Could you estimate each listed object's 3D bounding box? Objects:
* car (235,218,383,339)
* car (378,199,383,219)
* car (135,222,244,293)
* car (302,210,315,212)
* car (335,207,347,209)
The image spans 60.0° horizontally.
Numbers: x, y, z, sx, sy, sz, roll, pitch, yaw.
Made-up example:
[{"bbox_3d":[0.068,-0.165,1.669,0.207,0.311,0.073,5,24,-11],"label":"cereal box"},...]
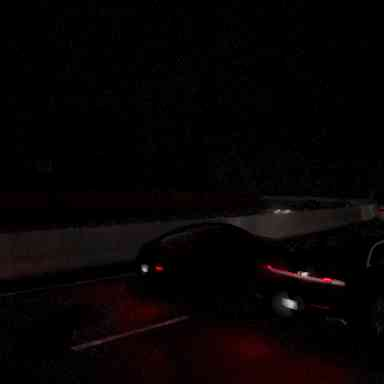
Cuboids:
[{"bbox_3d":[3.379,1.515,6.675,4.902,1.511,2.128,0,0,-39],"label":"car"},{"bbox_3d":[13.971,1.296,21.952,2.150,2.045,5.566,0,0,41],"label":"car"},{"bbox_3d":[0.710,1.557,9.001,4.674,1.442,1.812,0,0,-39],"label":"car"},{"bbox_3d":[15.027,1.690,41.720,2.033,1.411,5.357,0,0,31],"label":"car"},{"bbox_3d":[18.537,1.616,40.902,1.882,1.535,5.008,0,0,29],"label":"car"}]
